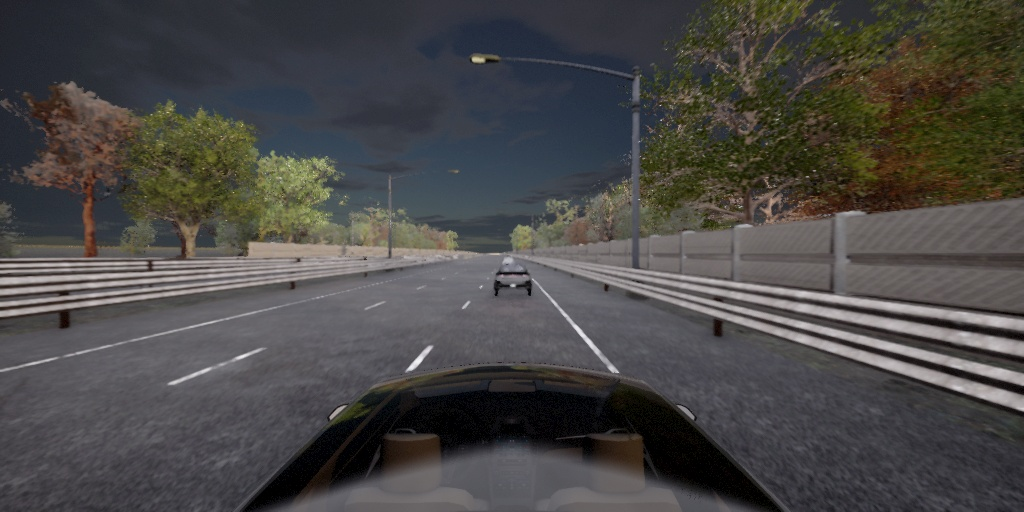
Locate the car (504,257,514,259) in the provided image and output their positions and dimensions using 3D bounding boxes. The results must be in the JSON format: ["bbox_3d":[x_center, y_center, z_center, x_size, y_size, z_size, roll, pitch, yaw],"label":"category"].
[{"bbox_3d":[-0.457,0.853,50.581,1.812,1.442,4.674,0,1,-1],"label":"car"}]

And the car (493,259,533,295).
[{"bbox_3d":[0.036,1.109,18.600,2.128,1.511,4.902,0,0,0],"label":"car"}]
